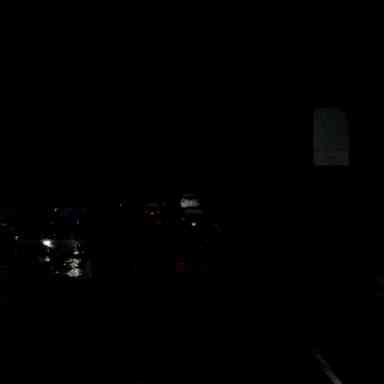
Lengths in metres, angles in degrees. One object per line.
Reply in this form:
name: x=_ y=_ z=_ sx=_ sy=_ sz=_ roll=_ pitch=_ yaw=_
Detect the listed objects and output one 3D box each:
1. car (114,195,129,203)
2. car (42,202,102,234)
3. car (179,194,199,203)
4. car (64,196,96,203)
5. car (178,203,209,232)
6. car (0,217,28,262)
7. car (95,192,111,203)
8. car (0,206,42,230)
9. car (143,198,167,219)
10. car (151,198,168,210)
car: x=-13.409 y=1.307 z=63.060 sx=1.994 sy=1.385 sz=4.181 roll=0 pitch=1 yaw=-27
car: x=-7.004 y=1.616 z=20.472 sx=1.882 sy=1.535 sz=5.008 roll=0 pitch=0 yaw=0
car: x=-0.357 y=1.248 z=40.158 sx=2.150 sy=2.045 sz=5.566 roll=0 pitch=0 yaw=-5
car: x=-10.518 y=1.466 z=29.556 sx=2.097 sy=1.767 sz=4.553 roll=0 pitch=0 yaw=0
car: x=0.096 y=1.665 z=21.340 sx=1.812 sy=1.442 sz=4.674 roll=0 pitch=0 yaw=0
car: x=-7.029 y=1.660 z=9.900 sx=1.994 sy=1.385 sz=4.181 roll=0 pitch=-1 yaw=1
car: x=-16.548 y=0.961 z=61.527 sx=2.150 sy=2.045 sz=5.566 roll=0 pitch=1 yaw=-27
car: x=-10.504 y=1.615 z=19.364 sx=1.882 sy=1.535 sz=5.008 roll=0 pitch=0 yaw=0
car: x=-3.462 y=1.632 z=30.945 sx=1.812 sy=1.442 sz=4.674 roll=0 pitch=0 yaw=-1
car: x=-4.337 y=1.527 z=44.171 sx=2.033 sy=1.411 sz=5.357 roll=0 pitch=1 yaw=-8
